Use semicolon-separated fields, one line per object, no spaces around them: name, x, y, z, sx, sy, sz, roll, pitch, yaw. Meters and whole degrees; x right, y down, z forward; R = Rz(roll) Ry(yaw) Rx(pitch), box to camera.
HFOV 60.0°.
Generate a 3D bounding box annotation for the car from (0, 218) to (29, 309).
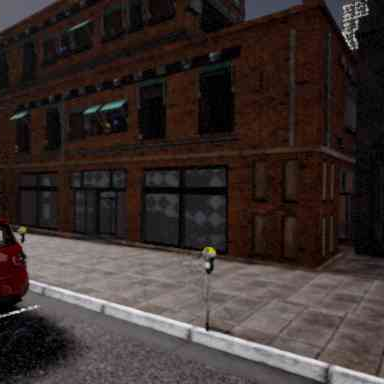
car;-5.253;1.355;6.600;5.009;1.841;2.192;0;1;36
